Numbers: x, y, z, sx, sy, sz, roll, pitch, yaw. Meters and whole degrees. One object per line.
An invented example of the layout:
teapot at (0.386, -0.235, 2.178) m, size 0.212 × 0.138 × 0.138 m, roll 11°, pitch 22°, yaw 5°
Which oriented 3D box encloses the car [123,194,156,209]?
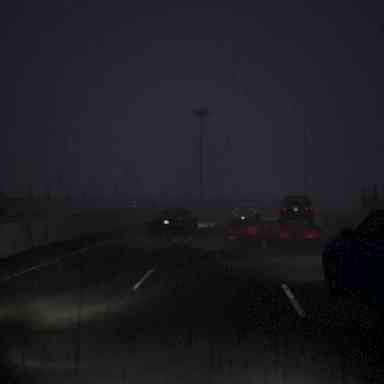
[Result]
car at (-6.965, 1.282, 44.822) m, size 2.150 × 2.045 × 5.566 m, roll 0°, pitch 0°, yaw 26°

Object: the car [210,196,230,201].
car at (4.302, 1.436, 50.770) m, size 2.097 × 1.767 × 4.553 m, roll 0°, pitch 0°, yaw 32°

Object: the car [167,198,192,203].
car at (-1.788, 1.562, 47.210) m, size 2.128 × 1.511 × 4.902 m, roll 0°, pitch 0°, yaw 29°

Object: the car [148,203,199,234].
car at (-0.903, 1.559, 19.501) m, size 1.994 × 1.385 × 4.181 m, roll 0°, pitch 0°, yaw 13°

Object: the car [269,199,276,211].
car at (10.967, 1.587, 41.120) m, size 2.033 × 1.411 × 5.357 m, roll 0°, pitch 0°, yaw 29°

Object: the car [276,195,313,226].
car at (7.463, 1.224, 23.939) m, size 2.150 × 2.045 × 5.566 m, roll 0°, pitch 0°, yaw 17°

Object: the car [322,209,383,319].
car at (3.915, 1.226, 5.302) m, size 2.150 × 2.045 × 5.566 m, roll 0°, pitch 0°, yaw 4°

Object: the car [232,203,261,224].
car at (4.100, 1.529, 24.738) m, size 1.812 × 1.442 × 4.674 m, roll 0°, pitch 0°, yaw 16°
